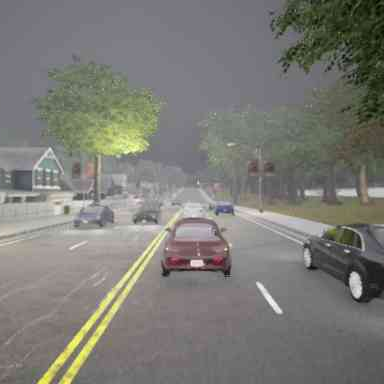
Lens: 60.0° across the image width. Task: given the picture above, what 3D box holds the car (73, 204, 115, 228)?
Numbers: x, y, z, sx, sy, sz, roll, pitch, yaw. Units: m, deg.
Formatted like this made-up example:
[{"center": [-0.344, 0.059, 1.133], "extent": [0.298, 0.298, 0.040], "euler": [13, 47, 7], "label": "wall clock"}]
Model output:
[{"center": [-6.562, 1.599, 22.839], "extent": [1.812, 1.442, 4.674], "euler": [0, 0, 0], "label": "car"}]

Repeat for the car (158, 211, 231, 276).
[{"center": [0.117, 1.536, 10.216], "extent": [1.812, 1.442, 4.674], "euler": [0, 0, 0], "label": "car"}]

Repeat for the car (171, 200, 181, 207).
[{"center": [-3.139, 2.249, 67.322], "extent": [1.994, 1.385, 4.181], "euler": [0, -1, 0], "label": "car"}]

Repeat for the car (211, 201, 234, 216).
[{"center": [3.384, 1.689, 35.658], "extent": [1.882, 1.535, 5.008], "euler": [0, -1, 0], "label": "car"}]

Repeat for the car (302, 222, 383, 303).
[{"center": [4.237, 1.513, 8.191], "extent": [1.837, 1.490, 4.892], "euler": [0, 0, 0], "label": "car"}]

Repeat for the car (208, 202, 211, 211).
[{"center": [3.351, 1.989, 48.034], "extent": [1.895, 1.301, 4.718], "euler": [0, -1, 1], "label": "car"}]

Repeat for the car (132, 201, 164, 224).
[{"center": [-3.308, 1.646, 25.671], "extent": [2.033, 1.411, 5.357], "euler": [0, 0, 0], "label": "car"}]

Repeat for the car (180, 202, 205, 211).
[{"center": [0.148, 1.648, 27.956], "extent": [1.812, 1.442, 4.674], "euler": [0, -1, 0], "label": "car"}]
